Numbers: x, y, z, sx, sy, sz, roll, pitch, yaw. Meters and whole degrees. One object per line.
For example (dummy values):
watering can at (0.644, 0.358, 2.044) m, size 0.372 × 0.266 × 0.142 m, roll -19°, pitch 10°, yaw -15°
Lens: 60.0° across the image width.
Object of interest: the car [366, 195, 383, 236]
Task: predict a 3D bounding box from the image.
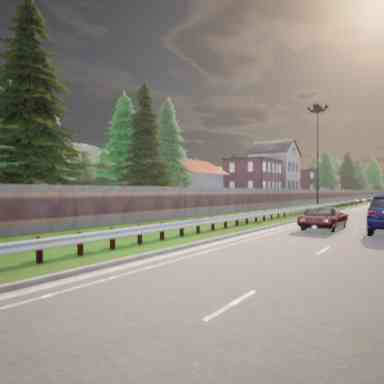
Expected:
car at (10.684, 1.177, 17.533) m, size 2.150 × 2.045 × 5.566 m, roll 0°, pitch 0°, yaw 35°

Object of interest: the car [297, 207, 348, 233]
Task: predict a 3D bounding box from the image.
car at (7.789, 1.550, 19.502) m, size 1.895 × 1.301 × 4.718 m, roll 0°, pitch 0°, yaw 35°
